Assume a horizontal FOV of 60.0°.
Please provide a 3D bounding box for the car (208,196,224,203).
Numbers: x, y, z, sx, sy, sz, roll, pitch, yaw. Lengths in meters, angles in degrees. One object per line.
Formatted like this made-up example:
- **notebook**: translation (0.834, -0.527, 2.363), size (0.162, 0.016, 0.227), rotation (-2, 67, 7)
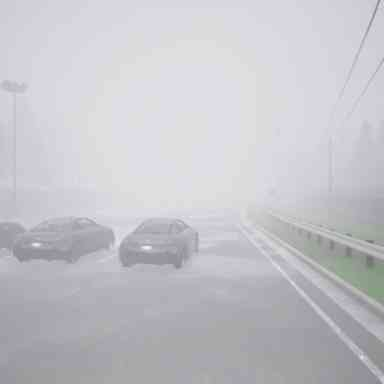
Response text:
- **car**: translation (5.071, 1.716, 69.965), size (1.895, 1.301, 4.718), rotation (0, 0, 9)

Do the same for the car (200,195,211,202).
- **car**: translation (3.248, 1.505, 80.377), size (2.128, 1.511, 4.902), rotation (0, 0, 9)

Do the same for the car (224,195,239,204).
- **car**: translation (8.451, 1.633, 68.952), size (2.128, 1.511, 4.902), rotation (0, 0, 9)

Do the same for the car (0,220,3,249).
- **car**: translation (-8.025, 1.374, 11.731), size (2.097, 1.767, 4.553), rotation (0, 0, 9)

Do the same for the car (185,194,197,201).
- **car**: translation (-0.209, 1.336, 80.920), size (2.097, 1.767, 4.553), rotation (0, 0, 9)

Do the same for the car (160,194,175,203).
- **car**: translation (-5.356, 1.348, 71.271), size (2.150, 2.045, 5.566), rotation (0, 0, 9)

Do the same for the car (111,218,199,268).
- **car**: translation (-0.961, 1.586, 11.538), size (1.994, 1.385, 4.181), rotation (0, 0, 9)

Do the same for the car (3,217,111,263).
- **car**: translation (-4.410, 1.587, 12.133), size (1.994, 1.385, 4.181), rotation (0, 0, 9)

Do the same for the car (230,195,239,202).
- **car**: translation (10.154, 1.503, 79.232), size (2.128, 1.511, 4.902), rotation (0, 0, 9)

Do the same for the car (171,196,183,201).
- **car**: translation (-3.653, 1.577, 81.550), size (1.895, 1.301, 4.718), rotation (0, 0, 9)

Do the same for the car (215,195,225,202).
- **car**: translation (6.701, 1.532, 79.804), size (1.994, 1.385, 4.181), rotation (0, 0, 9)

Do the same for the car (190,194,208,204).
- **car**: translation (1.545, 1.646, 70.097), size (2.128, 1.511, 4.902), rotation (0, 0, 9)

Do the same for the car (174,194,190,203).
- **car**: translation (-1.835, 1.718, 71.109), size (1.895, 1.301, 4.718), rotation (0, 0, 9)
